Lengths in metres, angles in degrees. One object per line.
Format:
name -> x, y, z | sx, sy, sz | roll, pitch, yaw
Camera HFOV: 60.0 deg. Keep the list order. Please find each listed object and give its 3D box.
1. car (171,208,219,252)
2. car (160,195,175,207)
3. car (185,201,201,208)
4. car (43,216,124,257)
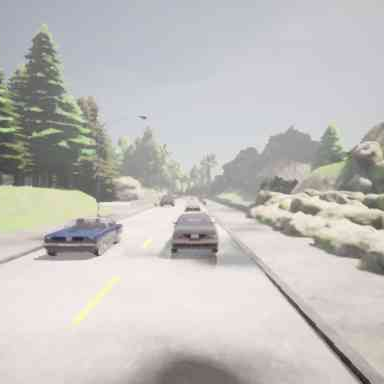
car -> 0.102, 1.609, 14.152 | 2.033, 1.411, 5.357 | 0, 0, 0
car -> -4.022, 1.450, 55.056 | 2.150, 2.045, 5.566 | 0, 0, 1
car -> 0.111, 1.784, 42.629 | 1.895, 1.301, 4.718 | 0, 0, 0
car -> -4.096, 1.659, 13.285 | 1.895, 1.301, 4.718 | 0, 0, 0
